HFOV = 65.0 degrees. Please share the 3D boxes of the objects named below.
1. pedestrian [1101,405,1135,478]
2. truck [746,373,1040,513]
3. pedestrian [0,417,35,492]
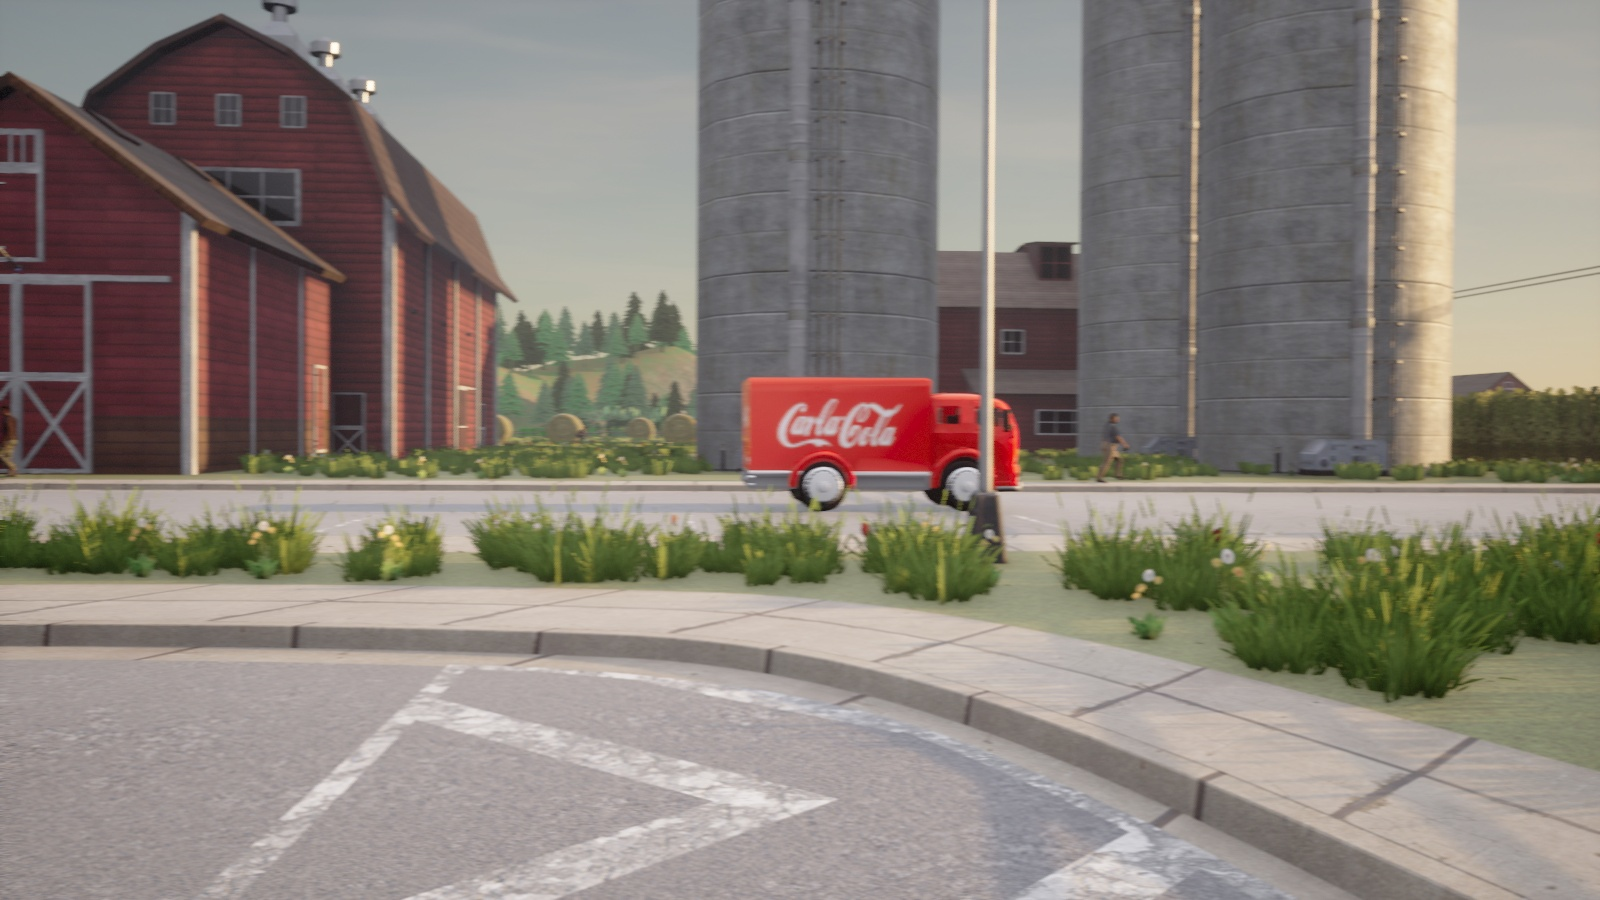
[{"bbox_3d":[8.133,-0.214,32.132,0.694,1.848,0.540,-1,1,-1],"label":"pedestrian"},{"bbox_3d":[1.655,-0.154,23.927,5.204,2.467,2.627,-1,1,-5],"label":"truck"},{"bbox_3d":[-19.550,0.101,31.311,0.703,1.840,0.431,-1,1,-14],"label":"pedestrian"}]
